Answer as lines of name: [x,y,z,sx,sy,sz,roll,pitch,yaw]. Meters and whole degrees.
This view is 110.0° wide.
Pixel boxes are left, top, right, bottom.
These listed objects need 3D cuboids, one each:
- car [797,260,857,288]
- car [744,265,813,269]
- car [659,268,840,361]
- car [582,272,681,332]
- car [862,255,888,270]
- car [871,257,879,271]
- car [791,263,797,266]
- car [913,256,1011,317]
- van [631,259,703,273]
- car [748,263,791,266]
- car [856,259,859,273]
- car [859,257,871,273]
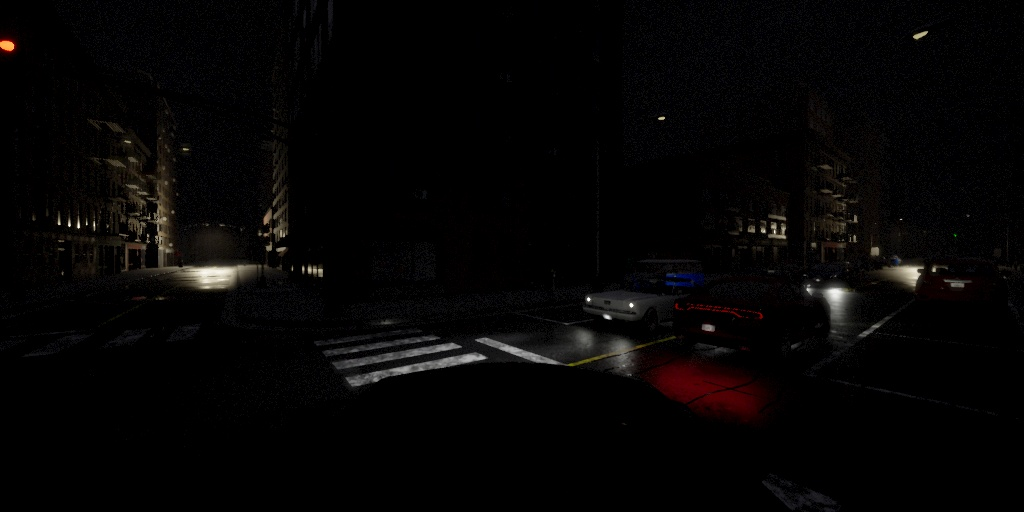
car: [20.372,1.176,23.130,4.674,1.442,1.812,0,0,-37]
car: [12.319,1.285,16.982,4.718,1.301,1.895,0,0,-38]
car: [5.702,1.205,8.325,5.008,1.535,1.882,0,0,-37]
car: [4.362,1.318,10.885,4.718,1.301,1.895,0,0,-35]
car: [45.678,0.844,45.732,5.009,1.841,2.192,0,0,-37]
car: [41.384,1.113,42.446,4.313,1.339,1.948,0,0,-37]
car: [19.918,1.183,26.019,4.507,1.381,1.888,0,0,-37]
car: [16.263,1.014,13.008,5.009,1.841,2.192,0,0,-37]
van: [7.038,1.032,16.162,3.998,1.789,1.690,0,0,-37]
car: [15.624,1.222,22.733,4.313,1.339,1.948,0,0,-37]
car: [32.663,1.109,35.772,4.829,1.417,1.751,0,0,-37]
car: [37.091,1.116,39.161,4.403,1.370,2.007,0,0,-37]
